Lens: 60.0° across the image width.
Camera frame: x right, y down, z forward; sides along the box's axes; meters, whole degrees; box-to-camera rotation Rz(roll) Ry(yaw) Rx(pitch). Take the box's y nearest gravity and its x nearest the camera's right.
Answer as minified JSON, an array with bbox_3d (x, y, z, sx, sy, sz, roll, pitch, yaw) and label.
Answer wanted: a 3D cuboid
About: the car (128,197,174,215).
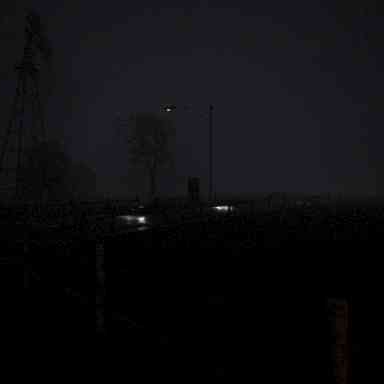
[{"bbox_3d":[-3.495,1.170,29.091,1.812,1.442,4.674,1,1,36],"label":"car"}]

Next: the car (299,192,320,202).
[{"bbox_3d":[18.959,0.800,54.360,1.812,1.442,4.674,1,2,35],"label":"car"}]

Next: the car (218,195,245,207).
[{"bbox_3d":[4.893,1.018,40.909,1.994,1.385,4.181,1,1,35],"label":"car"}]

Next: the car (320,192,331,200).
[{"bbox_3d":[24.757,0.710,62.544,1.994,1.385,4.181,1,1,36],"label":"car"}]

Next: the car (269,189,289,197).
[{"bbox_3d":[13.972,0.223,53.534,2.097,1.767,4.553,1,2,35],"label":"car"}]
